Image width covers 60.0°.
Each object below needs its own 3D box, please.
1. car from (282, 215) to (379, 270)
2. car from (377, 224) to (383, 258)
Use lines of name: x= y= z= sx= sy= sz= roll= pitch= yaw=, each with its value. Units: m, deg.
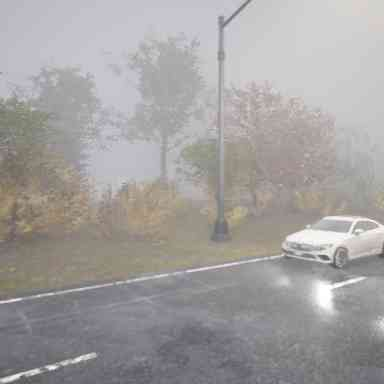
car: x=5.083 y=1.552 z=11.301 sx=4.674 sy=1.442 sz=1.812 roll=0 pitch=0 yaw=-35
car: x=6.970 y=1.552 z=8.654 sx=4.674 sy=1.442 sz=1.812 roll=0 pitch=0 yaw=-35
